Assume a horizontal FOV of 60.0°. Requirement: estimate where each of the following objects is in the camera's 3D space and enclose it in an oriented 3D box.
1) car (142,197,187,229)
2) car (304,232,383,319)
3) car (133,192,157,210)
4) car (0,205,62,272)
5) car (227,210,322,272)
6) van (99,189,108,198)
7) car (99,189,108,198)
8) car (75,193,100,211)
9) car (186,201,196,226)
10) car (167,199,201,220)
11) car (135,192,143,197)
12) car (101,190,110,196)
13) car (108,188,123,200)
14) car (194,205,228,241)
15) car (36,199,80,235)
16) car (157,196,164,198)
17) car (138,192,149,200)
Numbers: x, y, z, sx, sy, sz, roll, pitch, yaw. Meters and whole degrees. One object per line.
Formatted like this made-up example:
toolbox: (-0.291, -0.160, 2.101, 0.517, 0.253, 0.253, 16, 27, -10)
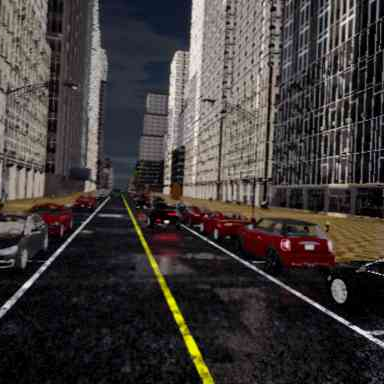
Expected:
car: (-1.877, 1.356, 20.636, 1.837, 1.490, 4.892, 3, 0, -12)
car: (4.121, 1.744, 5.744, 2.008, 1.369, 4.403, 3, 0, -12)
car: (-5.295, 1.147, 36.296, 1.837, 1.490, 4.892, 3, 1, -12)
car: (-5.280, 1.257, 9.516, 2.008, 1.369, 4.403, 3, 0, -12)
car: (2.905, 1.558, 11.298, 1.967, 1.590, 4.097, 3, 0, -12)
van: (-18.720, 0.224, 70.628, 1.690, 1.788, 3.998, 3, 0, -12)
car: (-17.509, 0.507, 65.072, 2.008, 1.369, 4.403, 3, 0, -12)
car: (-10.171, 0.948, 31.738, 1.887, 1.381, 4.507, 3, 0, -12)
car: (0.451, 1.547, 22.410, 1.802, 1.307, 4.206, 3, 0, -12)
car: (-0.770, 1.440, 27.966, 2.008, 1.369, 4.403, 3, 0, -12)
car: (-14.224, 0.657, 89.076, 1.802, 1.307, 4.206, 3, 0, -12)
car: (-21.178, 0.288, 81.739, 2.008, 1.369, 4.403, 3, 0, -12)
car: (-14.466, 0.334, 63.796, 2.150, 2.045, 5.566, 3, 0, -12)
car: (1.676, 1.586, 16.855, 1.887, 1.381, 4.507, 3, 0, -12)
car: (-6.502, 1.175, 15.071, 1.887, 1.381, 4.507, 3, 0, -12)
car: (-4.439, 1.230, 44.631, 1.947, 1.339, 4.313, 3, 0, -12)
car: (-10.553, 0.838, 72.409, 1.887, 1.381, 4.507, 3, 0, -12)
